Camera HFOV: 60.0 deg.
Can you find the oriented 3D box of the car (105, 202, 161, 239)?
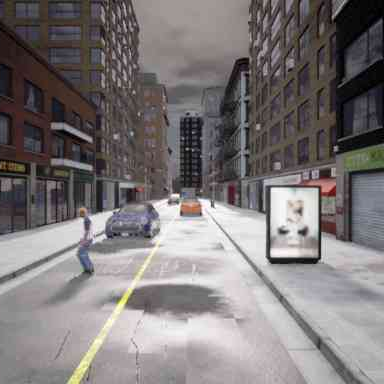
[{"bbox_3d":[-2.919,1.348,17.318,2.097,1.767,4.553,0,0,3],"label":"car"}]

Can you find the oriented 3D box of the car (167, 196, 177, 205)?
[{"bbox_3d":[-3.158,1.467,56.955,1.812,1.442,4.674,0,0,0],"label":"car"}]

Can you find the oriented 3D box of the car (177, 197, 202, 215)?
[{"bbox_3d":[-0.102,1.329,33.710,2.097,1.767,4.553,0,0,0],"label":"car"}]

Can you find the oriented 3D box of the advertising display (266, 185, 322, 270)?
[{"bbox_3d":[2.960,1.023,9.720,1.540,2.440,0.280,0,0,0],"label":"advertising display"}]

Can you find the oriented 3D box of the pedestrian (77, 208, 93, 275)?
[{"bbox_3d":[-2.859,1.292,8.985,0.375,1.860,0.375,0,0,-13],"label":"pedestrian"}]

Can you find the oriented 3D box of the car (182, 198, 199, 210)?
[{"bbox_3d":[-0.181,1.508,43.866,2.033,1.411,5.357,0,0,0],"label":"car"}]
